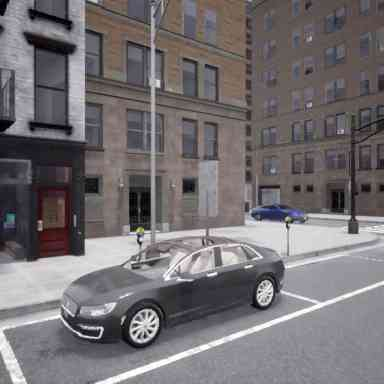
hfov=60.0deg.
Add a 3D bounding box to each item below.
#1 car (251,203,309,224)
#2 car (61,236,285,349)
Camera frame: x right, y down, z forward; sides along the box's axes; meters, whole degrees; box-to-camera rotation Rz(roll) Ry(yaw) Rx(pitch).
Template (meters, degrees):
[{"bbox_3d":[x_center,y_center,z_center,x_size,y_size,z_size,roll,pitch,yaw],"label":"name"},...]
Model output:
[{"bbox_3d":[6.636,1.611,25.599,1.812,1.442,4.674,0,0,-39],"label":"car"},{"bbox_3d":[-0.100,1.551,6.182,4.403,1.369,2.008,0,0,-37],"label":"car"}]
